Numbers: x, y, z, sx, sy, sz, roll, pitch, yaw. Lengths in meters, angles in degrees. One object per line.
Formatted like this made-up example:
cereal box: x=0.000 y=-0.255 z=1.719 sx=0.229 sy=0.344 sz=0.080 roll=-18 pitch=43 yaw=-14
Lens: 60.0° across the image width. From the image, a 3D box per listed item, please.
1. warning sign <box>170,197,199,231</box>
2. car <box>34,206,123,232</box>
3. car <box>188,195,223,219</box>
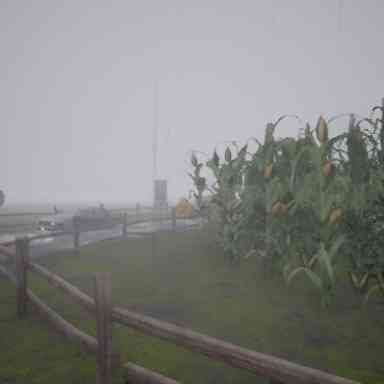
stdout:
warning sign: x=-0.439 y=1.217 z=19.344 sx=1.300 sy=1.860 sz=1.060 roll=1 pitch=1 yaw=35
car: x=-6.478 y=1.584 z=19.930 sx=2.033 sy=1.411 sz=5.357 roll=1 pitch=0 yaw=34
car: x=1.394 y=1.311 z=31.204 sx=2.150 sy=2.045 sz=5.566 roll=1 pitch=1 yaw=35
